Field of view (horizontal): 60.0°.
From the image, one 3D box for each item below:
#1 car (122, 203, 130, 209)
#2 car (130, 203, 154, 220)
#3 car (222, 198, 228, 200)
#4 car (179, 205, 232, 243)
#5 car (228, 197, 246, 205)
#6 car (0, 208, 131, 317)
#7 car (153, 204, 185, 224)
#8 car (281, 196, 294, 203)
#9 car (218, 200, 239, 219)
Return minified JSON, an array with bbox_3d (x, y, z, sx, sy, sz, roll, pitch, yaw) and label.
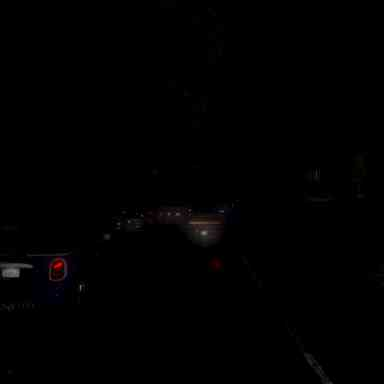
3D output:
[{"bbox_3d":[-6.374,1.895,35.305,1.994,1.385,4.181,0,-1,12],"label":"car"},{"bbox_3d":[-3.808,1.838,32.055,2.033,1.411,5.357,0,0,11],"label":"car"},{"bbox_3d":[7.724,1.991,73.366,2.128,1.511,4.902,-1,0,28],"label":"car"},{"bbox_3d":[0.794,1.643,16.957,2.128,1.511,4.902,0,0,5],"label":"car"},{"bbox_3d":[9.919,1.941,70.630,1.837,1.490,4.892,-1,0,28],"label":"car"},{"bbox_3d":[-3.042,1.429,7.831,2.097,1.767,4.553,0,-1,2],"label":"car"},{"bbox_3d":[-1.218,1.785,26.984,2.033,1.411,5.357,0,0,9],"label":"car"},{"bbox_3d":[21.614,1.777,75.485,1.837,1.490,4.892,-1,0,33],"label":"car"},{"bbox_3d":[3.198,1.824,32.648,1.994,1.385,4.181,0,0,12],"label":"car"}]
